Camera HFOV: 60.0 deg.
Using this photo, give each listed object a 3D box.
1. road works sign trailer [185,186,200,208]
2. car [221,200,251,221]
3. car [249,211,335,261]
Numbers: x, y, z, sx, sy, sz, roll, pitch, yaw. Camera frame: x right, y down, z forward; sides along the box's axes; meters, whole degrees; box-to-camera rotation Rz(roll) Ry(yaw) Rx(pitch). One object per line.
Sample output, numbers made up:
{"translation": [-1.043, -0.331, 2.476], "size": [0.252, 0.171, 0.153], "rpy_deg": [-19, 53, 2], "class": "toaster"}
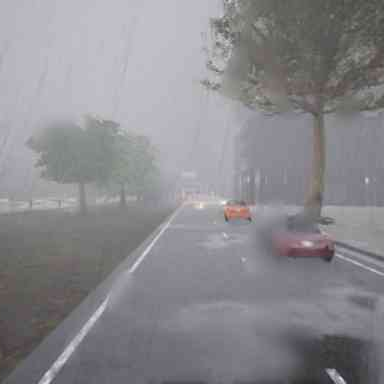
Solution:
{"translation": [0.054, 0.746, 55.437], "size": [2.380, 3.560, 2.880], "rpy_deg": [0, 0, 0], "class": "road works sign trailer"}
{"translation": [3.612, 1.449, 28.106], "size": [2.097, 1.767, 4.553], "rpy_deg": [0, 0, 0], "class": "car"}
{"translation": [3.606, 1.597, 12.382], "size": [1.994, 1.385, 4.181], "rpy_deg": [0, 0, 0], "class": "car"}
